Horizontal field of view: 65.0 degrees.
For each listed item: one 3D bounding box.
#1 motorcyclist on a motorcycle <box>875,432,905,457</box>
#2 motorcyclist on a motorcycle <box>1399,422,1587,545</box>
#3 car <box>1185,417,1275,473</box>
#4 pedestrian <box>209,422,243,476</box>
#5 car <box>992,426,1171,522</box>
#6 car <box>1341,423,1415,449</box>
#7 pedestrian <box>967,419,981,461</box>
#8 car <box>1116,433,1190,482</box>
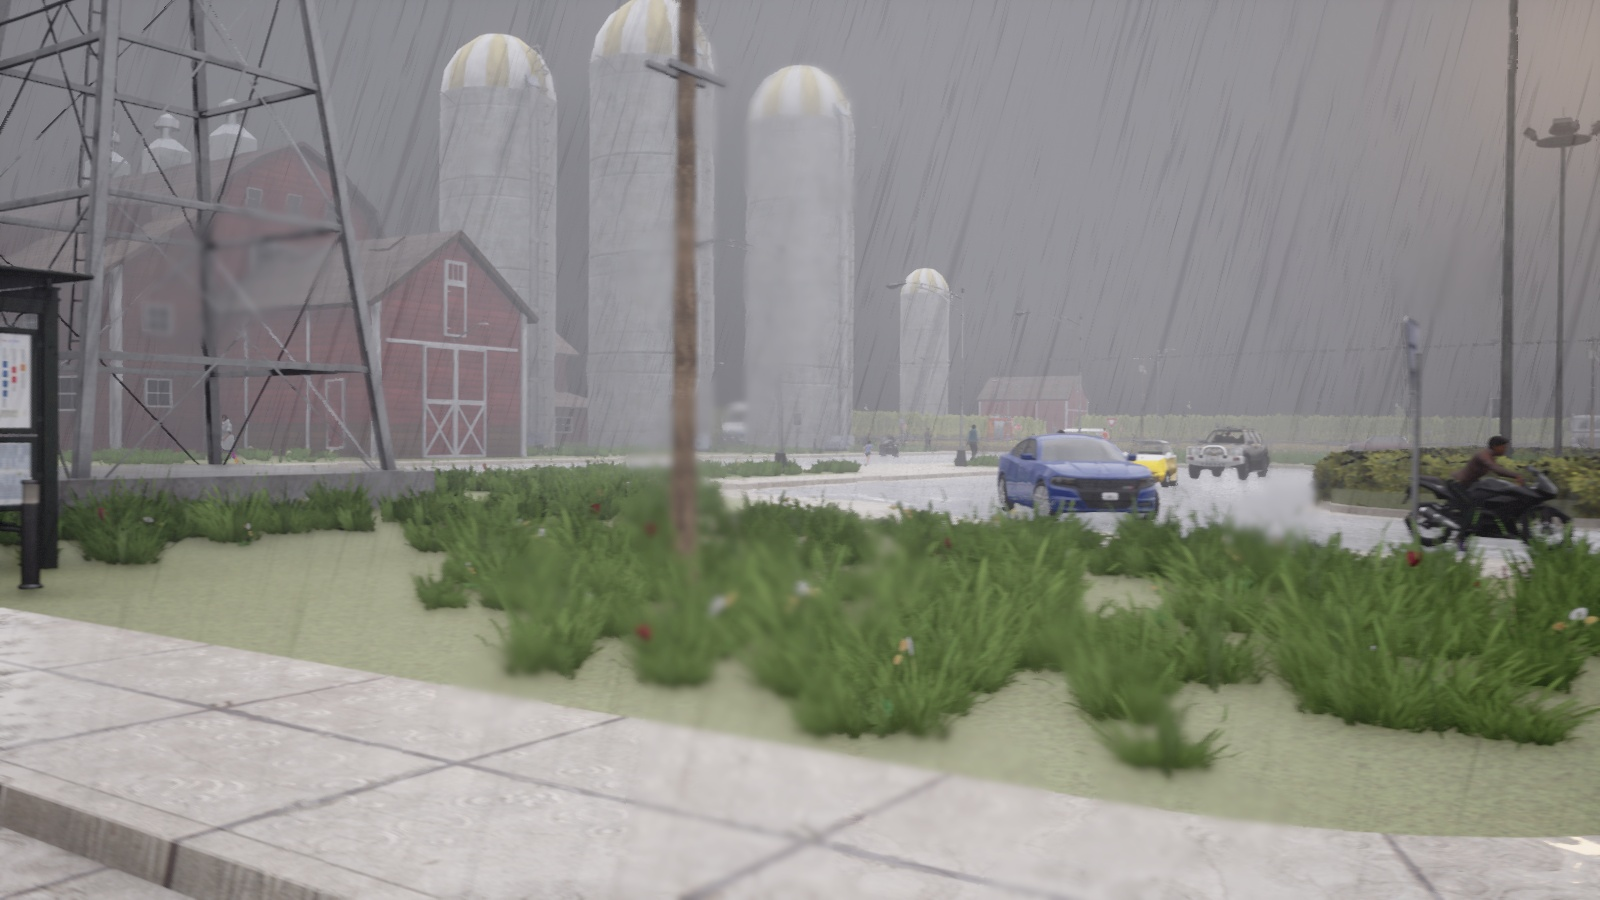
[{"bbox_3d":[5.526,-0.337,77.229,0.866,1.530,2.191,0,1,33],"label":"motorcyclist on a motorcycle"},{"bbox_3d":[9.079,0.406,16.497,2.044,1.523,0.797,0,1,41],"label":"motorcyclist on a motorcycle"},{"bbox_3d":[15.157,-0.191,44.110,1.932,1.855,4.605,0,1,33],"label":"car"},{"bbox_3d":[-20.657,-0.043,45.220,0.659,1.952,0.873,0,1,32],"label":"pedestrian"},{"bbox_3d":[4.929,0.354,22.760,1.882,1.535,5.008,-1,1,-3],"label":"car"},{"bbox_3d":[41.085,-1.000,89.248,4.553,1.767,2.097,0,1,31],"label":"car"},{"bbox_3d":[8.076,-0.482,58.312,0.396,1.930,0.692,0,1,30],"label":"pedestrian"},{"bbox_3d":[10.315,0.193,36.640,1.481,1.376,2.207,0,1,33],"label":"car"}]
